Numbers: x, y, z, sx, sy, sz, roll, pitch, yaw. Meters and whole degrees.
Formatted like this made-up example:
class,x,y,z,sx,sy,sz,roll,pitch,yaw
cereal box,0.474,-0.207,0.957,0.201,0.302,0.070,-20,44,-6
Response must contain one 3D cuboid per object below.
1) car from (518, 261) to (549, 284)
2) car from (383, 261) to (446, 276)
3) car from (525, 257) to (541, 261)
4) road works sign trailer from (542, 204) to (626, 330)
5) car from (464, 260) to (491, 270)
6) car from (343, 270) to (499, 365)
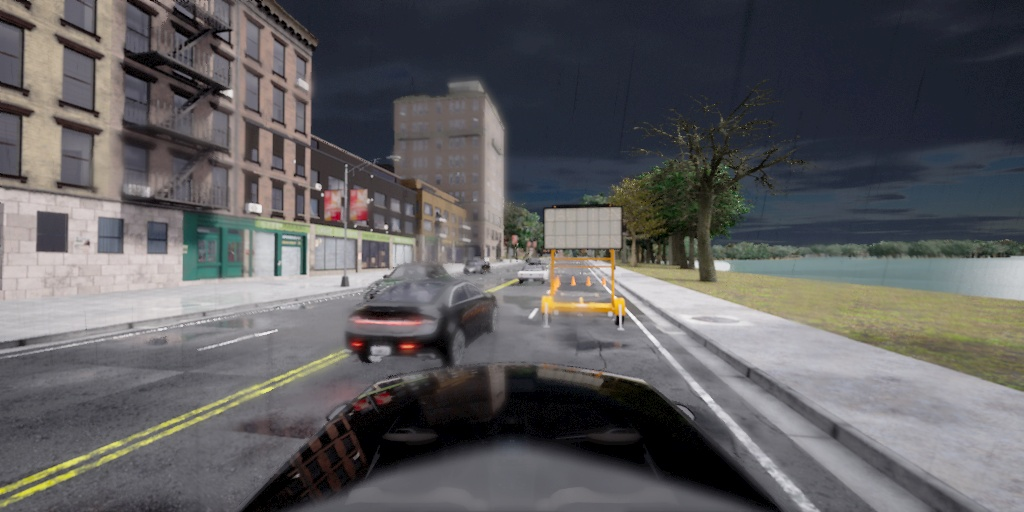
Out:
class,x,y,z,sx,sy,sz,roll,pitch,yaw
car,1.675,1.290,26.145,1.895,1.301,4.718,0,0,10
car,-3.931,1.100,14.421,2.097,1.767,4.553,0,0,10
car,3.593,1.000,56.361,1.837,1.490,4.892,0,0,10
road works sign trailer,2.199,0.210,11.209,2.380,3.560,2.880,0,0,10
car,-3.367,1.143,35.992,2.128,1.511,4.902,0,0,10
car,-1.590,1.248,7.926,2.128,1.511,4.902,0,0,10
